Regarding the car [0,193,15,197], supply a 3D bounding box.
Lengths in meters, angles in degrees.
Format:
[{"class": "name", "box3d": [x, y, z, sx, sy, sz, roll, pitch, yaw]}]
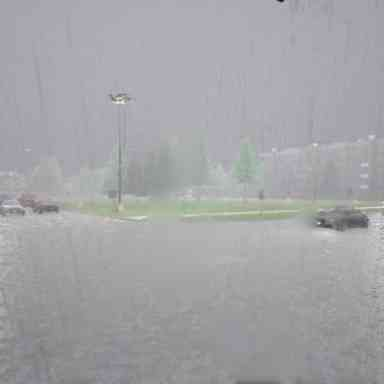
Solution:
[{"class": "car", "box3d": [-23.579, 1.216, 40.743, 2.150, 2.045, 5.566, 0, 1, -36]}]

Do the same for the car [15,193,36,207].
[{"class": "car", "box3d": [-21.922, 1.215, 44.421, 2.150, 2.045, 5.566, 0, 1, -36]}]

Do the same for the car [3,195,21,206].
[{"class": "car", "box3d": [-30.797, 1.350, 56.726, 2.097, 1.767, 4.553, 0, 0, -36]}]

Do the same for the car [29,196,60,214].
[{"class": "car", "box3d": [-15.849, 1.476, 36.077, 1.882, 1.535, 5.008, 0, 0, -36]}]

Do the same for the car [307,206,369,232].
[{"class": "car", "box3d": [8.789, 1.560, 19.961, 4.181, 1.385, 1.994, 0, 0, -35]}]

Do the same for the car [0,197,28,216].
[{"class": "car", "box3d": [-17.824, 1.525, 32.837, 1.812, 1.442, 4.674, 0, 0, -36]}]
